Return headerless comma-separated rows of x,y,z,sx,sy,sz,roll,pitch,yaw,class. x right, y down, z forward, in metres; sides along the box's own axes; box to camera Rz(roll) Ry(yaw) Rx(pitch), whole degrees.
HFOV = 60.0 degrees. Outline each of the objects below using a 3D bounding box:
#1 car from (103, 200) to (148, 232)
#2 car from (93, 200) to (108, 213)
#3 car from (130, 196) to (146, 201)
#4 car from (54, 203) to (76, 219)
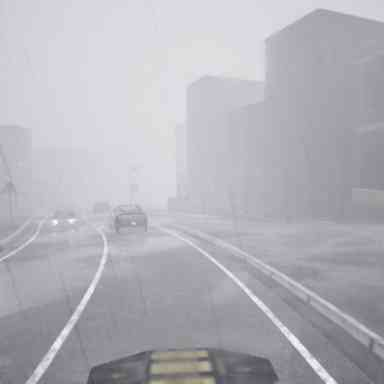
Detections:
-3.980,1.515,20.404,2.128,1.511,4.902,-2,0,-19,car
-10.751,1.669,39.685,2.128,1.511,4.902,-1,0,-15,car
-11.844,1.716,73.027,1.837,1.490,4.892,1,0,22,car
-12.315,1.771,32.305,1.812,1.442,4.674,-2,0,-19,car
